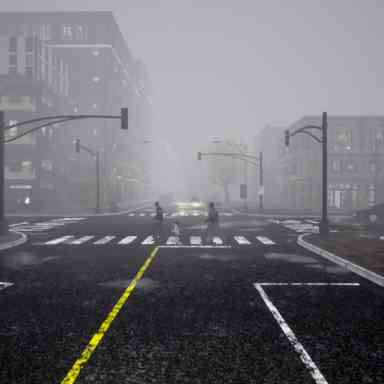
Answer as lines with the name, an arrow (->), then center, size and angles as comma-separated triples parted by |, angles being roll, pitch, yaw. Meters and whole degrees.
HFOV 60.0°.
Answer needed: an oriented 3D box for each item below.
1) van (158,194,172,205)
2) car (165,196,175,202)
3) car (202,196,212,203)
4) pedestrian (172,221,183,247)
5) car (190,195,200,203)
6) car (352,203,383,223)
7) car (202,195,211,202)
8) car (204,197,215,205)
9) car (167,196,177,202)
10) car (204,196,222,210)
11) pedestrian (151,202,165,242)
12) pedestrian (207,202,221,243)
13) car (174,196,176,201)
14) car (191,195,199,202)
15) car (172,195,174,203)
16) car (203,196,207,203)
van -> -5.190, 1.399, 60.801 | 1.690, 1.788, 3.998 | 0, 0, 0
car -> -5.049, 1.662, 77.891 | 1.947, 1.339, 4.313 | 0, 0, 0
car -> 3.285, 1.633, 72.123 | 2.008, 1.369, 4.403 | 0, 0, 0
pedestrian -> -0.572, 1.674, 13.524 | 0.500, 1.100, 0.500 | 0, 0, 0
car -> 0.582, 1.547, 70.434 | 1.882, 1.535, 5.008 | 0, 0, 0
car -> 15.030, 1.578, 25.860 | 4.892, 1.490, 1.837 | 0, 0, -2
car -> 3.331, 1.537, 77.820 | 1.967, 1.590, 4.097 | 0, 0, 0
car -> 3.190, 1.640, 60.731 | 1.802, 1.307, 4.206 | 0, 0, 0
car -> -5.002, 1.663, 83.587 | 2.008, 1.369, 4.403 | 0, 0, 0
car -> 3.049, 1.580, 43.640 | 2.008, 1.369, 4.403 | 0, 0, 0
pedestrian -> -1.516, 1.294, 14.732 | 0.375, 1.860, 0.375 | 0, 0, 0
pedestrian -> 0.923, 1.294, 14.113 | 0.375, 1.860, 0.375 | 0, 0, 0
car -> -5.096, 1.397, 72.195 | 2.192, 1.841, 5.009 | 0, 0, 0
car -> 0.668, 1.541, 80.851 | 1.812, 1.442, 4.674 | 0, 0, 0
car -> -5.143, 1.651, 66.498 | 1.802, 1.307, 4.206 | 0, 0, 0
car -> 3.097, 1.479, 49.337 | 1.967, 1.590, 4.097 | 0, 0, 0
